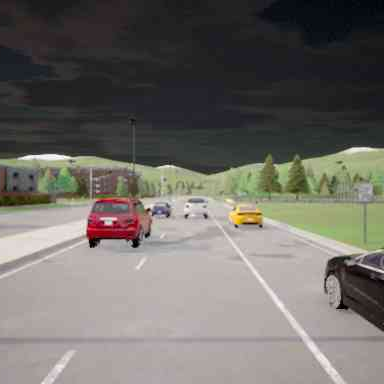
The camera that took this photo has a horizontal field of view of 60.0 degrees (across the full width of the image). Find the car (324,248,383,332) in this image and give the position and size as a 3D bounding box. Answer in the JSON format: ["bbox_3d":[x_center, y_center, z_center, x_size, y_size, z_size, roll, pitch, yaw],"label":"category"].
[{"bbox_3d":[3.668,1.534,5.040,2.128,1.511,4.902,0,0,0],"label":"car"}]

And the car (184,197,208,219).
[{"bbox_3d":[0.393,1.463,32.570,2.150,2.045,5.566,0,0,0],"label":"car"}]

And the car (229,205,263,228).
[{"bbox_3d":[3.813,1.660,24.042,1.882,1.535,5.008,0,0,1],"label":"car"}]

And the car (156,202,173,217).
[{"bbox_3d":[-3.103,1.774,34.294,1.812,1.442,4.674,0,0,0],"label":"car"}]

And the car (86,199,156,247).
[{"bbox_3d":[-3.264,1.334,15.782,2.150,2.045,5.566,0,0,1],"label":"car"}]

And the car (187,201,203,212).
[{"bbox_3d":[0.438,1.897,45.168,1.994,1.385,4.181,0,0,1],"label":"car"}]
